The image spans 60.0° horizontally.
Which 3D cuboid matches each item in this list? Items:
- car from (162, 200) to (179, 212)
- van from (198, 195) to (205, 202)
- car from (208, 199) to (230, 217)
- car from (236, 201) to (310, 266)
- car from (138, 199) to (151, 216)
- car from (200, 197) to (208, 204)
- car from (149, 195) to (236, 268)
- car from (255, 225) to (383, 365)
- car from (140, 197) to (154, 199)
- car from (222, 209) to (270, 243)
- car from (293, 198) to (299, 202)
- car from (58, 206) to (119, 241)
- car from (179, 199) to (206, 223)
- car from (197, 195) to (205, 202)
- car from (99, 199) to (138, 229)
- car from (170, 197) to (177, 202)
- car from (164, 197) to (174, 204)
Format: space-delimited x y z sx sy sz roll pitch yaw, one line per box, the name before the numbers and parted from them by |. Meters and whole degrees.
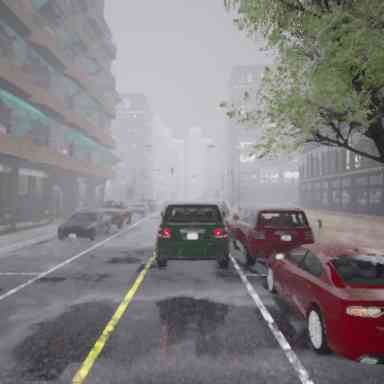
car | -2.785 1.786 43.788 1.994 1.385 4.181 0 0 1
van | 2.632 1.825 89.241 1.690 1.788 3.998 1 0 0
car | 2.715 1.611 34.244 1.967 1.590 4.097 1 0 0
car | 2.617 1.372 11.635 2.192 1.841 5.009 1 0 0
car | -5.434 1.736 34.299 1.947 1.339 4.313 1 0 0
car | 2.724 1.924 75.407 1.752 1.417 4.829 1 0 0
car | 0.036 1.279 11.573 2.150 2.045 5.566 0 0 0
car | 2.578 1.574 5.982 1.887 1.381 4.507 1 0 0
car | -5.429 1.515 39.947 2.192 1.841 5.009 1 0 0
car | 2.649 1.666 17.286 1.802 1.307 4.206 1 0 0
car | 18.702 1.633 54.948 4.097 1.590 1.967 0 -1 1
car | -5.438 1.650 17.359 1.947 1.339 4.313 1 0 0
car | 0.051 1.487 27.565 2.097 1.767 4.553 0 0 1
car | 2.602 1.835 94.895 2.192 1.841 5.009 1 0 0
car | -5.433 1.427 23.007 2.192 1.841 5.009 1 0 0
car | -5.282 2.101 94.837 1.802 1.307 4.206 1 0 0
car | -5.415 1.964 77.864 2.008 1.369 4.403 1 0 0
